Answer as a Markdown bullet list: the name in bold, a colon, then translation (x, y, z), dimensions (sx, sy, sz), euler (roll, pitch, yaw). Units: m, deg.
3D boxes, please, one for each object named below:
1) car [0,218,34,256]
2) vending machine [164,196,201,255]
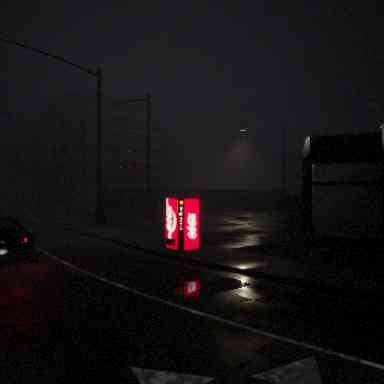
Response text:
- **car**: translation (-7.375, 1.601, 12.241), dimensions (1.895, 1.301, 4.718), euler (0, 0, -39)
- **vending machine**: translation (-0.354, 1.195, 12.567), dimensions (1.100, 2.100, 0.880), euler (0, 0, -40)
